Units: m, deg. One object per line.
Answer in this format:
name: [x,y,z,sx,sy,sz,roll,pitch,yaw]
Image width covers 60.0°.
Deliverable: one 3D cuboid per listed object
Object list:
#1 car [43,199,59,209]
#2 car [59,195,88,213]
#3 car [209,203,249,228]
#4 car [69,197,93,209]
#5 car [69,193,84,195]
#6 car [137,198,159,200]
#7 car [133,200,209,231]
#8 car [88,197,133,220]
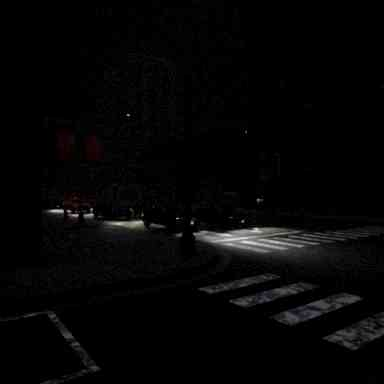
car: [-18.382,1.534,44.322,1.895,1.301,4.718,0,0,-35]
car: [-12.622,1.425,36.249,1.882,1.535,5.008,0,0,-35]
car: [1.663,1.499,21.995,1.812,1.442,4.674,0,0,-37]
car: [-15.260,1.455,45.541,1.812,1.442,4.674,0,0,-35]
car: [-20.573,1.125,58.734,2.150,2.045,5.566,0,0,-36]
car: [-3.578,1.311,29.243,2.097,1.767,4.553,0,0,-36]
car: [-1.433,1.468,20.704,2.128,1.511,4.902,0,0,-36]
car: [-6.851,1.440,28.227,1.882,1.535,5.008,0,0,-36]
